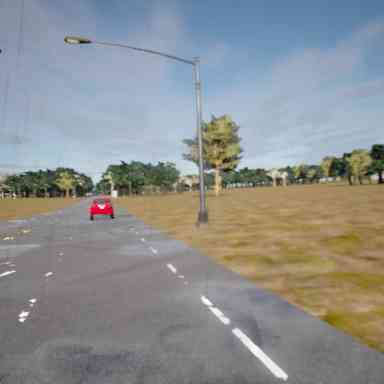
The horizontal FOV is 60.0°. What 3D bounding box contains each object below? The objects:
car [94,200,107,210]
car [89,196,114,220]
[{"bbox_3d":[-15.124,2.088,54.933,1.895,1.301,4.718,-2,0,-16],"label":"car"},{"bbox_3d":[-8.982,1.551,33.091,2.150,2.045,5.566,-2,0,-16],"label":"car"}]
